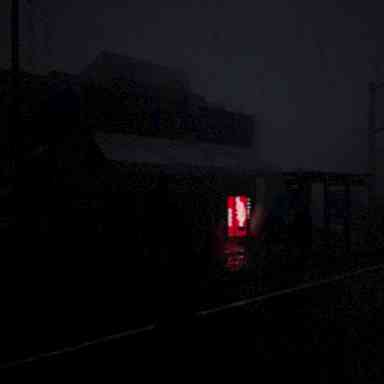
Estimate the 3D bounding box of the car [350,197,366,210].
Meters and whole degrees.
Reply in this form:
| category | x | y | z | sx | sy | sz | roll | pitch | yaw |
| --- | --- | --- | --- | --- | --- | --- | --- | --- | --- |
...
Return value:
| category | x | y | z | sx | sy | sz | roll | pitch | yaw |
| --- | --- | --- | --- | --- | --- | --- | --- | --- | --- |
| car | 19.927 | 1.423 | 41.516 | 3.806 | 1.475 | 1.970 | 0 | 0 | -36 |

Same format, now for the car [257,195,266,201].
| category | x | y | z | sx | sy | sz | roll | pitch | yaw |
| --- | --- | --- | --- | --- | --- | --- | --- | --- | --- |
| car | 18.721 | 1.521 | 86.903 | 5.027 | 1.636 | 2.152 | 0 | 0 | -36 |

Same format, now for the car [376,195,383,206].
| category | x | y | z | sx | sy | sz | roll | pitch | yaw |
| --- | --- | --- | --- | --- | --- | --- | --- | --- | --- |
| car | 31.874 | 1.287 | 54.128 | 4.605 | 1.855 | 1.932 | 0 | 0 | -36 |

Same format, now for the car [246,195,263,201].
| category | x | y | z | sx | sy | sz | roll | pitch | yaw |
| --- | --- | --- | --- | --- | --- | --- | --- | --- | --- |
| car | 16.849 | 1.530 | 89.421 | 4.514 | 1.523 | 2.007 | 0 | 0 | -36 |
